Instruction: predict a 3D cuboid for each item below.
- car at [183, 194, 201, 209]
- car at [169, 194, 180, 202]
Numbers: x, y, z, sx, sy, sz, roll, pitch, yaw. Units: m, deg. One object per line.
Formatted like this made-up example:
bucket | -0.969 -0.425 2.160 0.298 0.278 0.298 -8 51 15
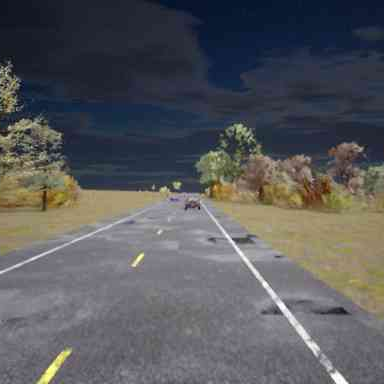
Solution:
car | 0.086 1.370 42.530 1.812 1.442 4.674 0 0 0
car | -3.505 1.235 67.395 1.882 1.535 5.008 0 0 0
